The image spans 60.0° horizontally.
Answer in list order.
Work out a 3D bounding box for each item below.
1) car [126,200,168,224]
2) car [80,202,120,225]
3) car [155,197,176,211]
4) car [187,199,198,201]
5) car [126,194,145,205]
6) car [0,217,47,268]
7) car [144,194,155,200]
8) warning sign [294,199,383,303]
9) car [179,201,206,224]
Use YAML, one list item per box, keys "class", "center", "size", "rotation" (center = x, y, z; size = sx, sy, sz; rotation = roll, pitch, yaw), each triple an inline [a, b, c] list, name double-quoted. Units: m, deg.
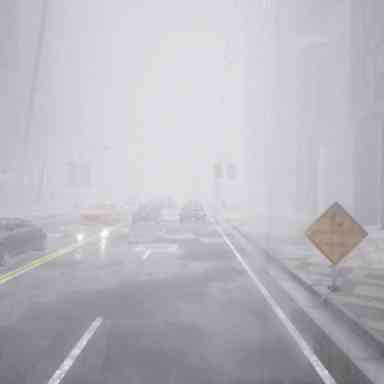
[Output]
- class: "car"
  center: [-3.154, 1.554, 24.458]
  size: [2.033, 1.411, 5.357]
  rotation: [0, 0, 0]
- class: "car"
  center: [-6.534, 1.482, 24.041]
  size: [1.882, 1.535, 5.008]
  rotation: [0, 0, 0]
- class: "car"
  center: [-3.161, 1.420, 42.778]
  size: [2.097, 1.767, 4.553]
  rotation: [0, 0, 0]
- class: "car"
  center: [0.077, 1.612, 41.897]
  size: [2.033, 1.411, 5.357]
  rotation: [0, 0, 0]
- class: "car"
  center: [-9.799, 1.485, 56.193]
  size: [2.097, 1.767, 4.553]
  rotation: [0, 0, 1]
- class: "car"
  center: [-6.582, 1.552, 11.136]
  size: [1.994, 1.385, 4.181]
  rotation: [0, 0, 1]
- class: "car"
  center: [-6.548, 1.611, 56.253]
  size: [1.882, 1.535, 5.008]
  rotation: [0, 0, 1]
- class: "warning sign"
  center: [2.860, 1.104, 6.664]
  size: [1.300, 1.860, 1.060]
  rotation: [1, 1, 0]
- class: "car"
  center: [0.068, 1.608, 25.079]
  size: [1.895, 1.301, 4.718]
  rotation: [0, 0, 0]
